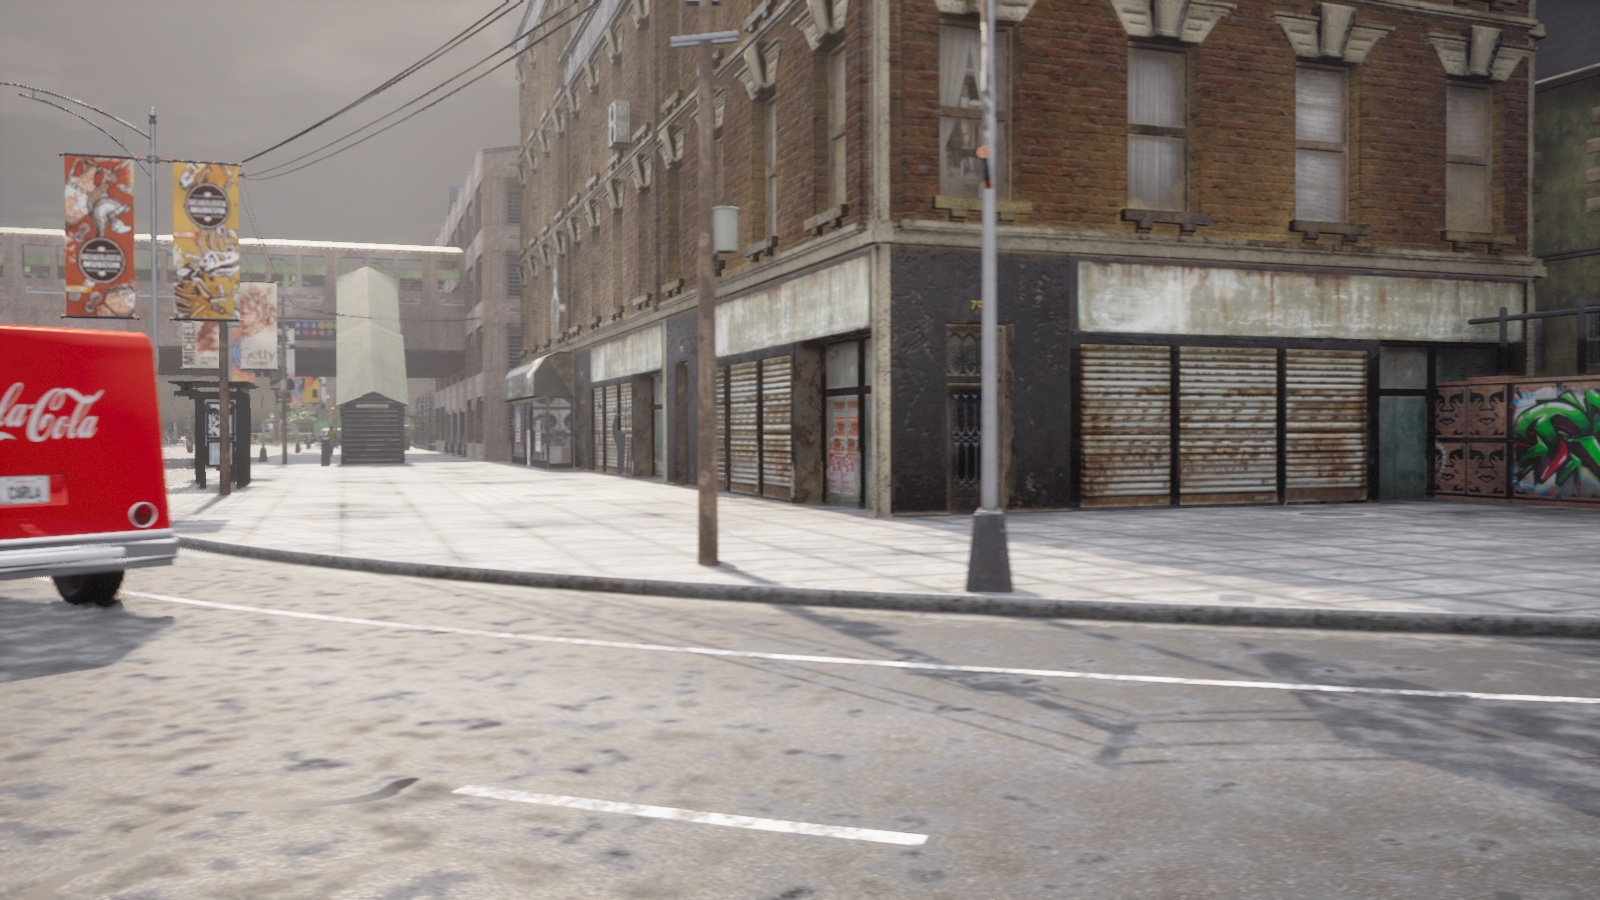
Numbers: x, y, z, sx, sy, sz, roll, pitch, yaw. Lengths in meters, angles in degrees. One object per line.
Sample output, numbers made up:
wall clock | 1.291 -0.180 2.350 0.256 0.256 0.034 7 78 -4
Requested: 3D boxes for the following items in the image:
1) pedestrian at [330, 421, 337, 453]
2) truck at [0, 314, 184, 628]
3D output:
pedestrian | -27.121 -0.739 72.961 0.354 1.836 0.706 0 1 -17
truck | -8.303 0.131 11.521 5.204 2.467 2.627 1 1 36
